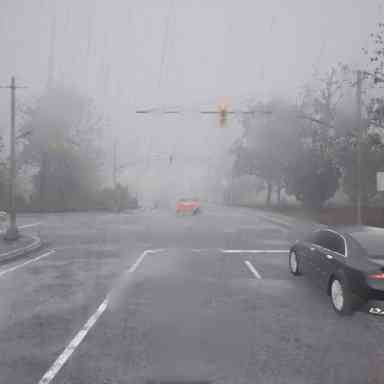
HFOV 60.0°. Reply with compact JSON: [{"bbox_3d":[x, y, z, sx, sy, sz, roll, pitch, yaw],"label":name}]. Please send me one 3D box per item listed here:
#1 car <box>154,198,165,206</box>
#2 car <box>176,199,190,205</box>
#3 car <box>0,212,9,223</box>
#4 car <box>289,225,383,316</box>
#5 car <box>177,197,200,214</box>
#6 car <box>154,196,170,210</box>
[{"bbox_3d":[-6.413,1.976,64.998,1.837,1.490,4.892,0,-2,-10],"label":"car"},{"bbox_3d":[-2.001,2.285,76.528,1.895,1.301,4.718,0,-1,-19],"label":"car"},{"bbox_3d":[-15.496,1.675,23.088,4.718,1.301,1.895,-1,0,-3],"label":"car"},{"bbox_3d":[3.602,1.505,7.477,1.837,1.490,4.892,0,0,1],"label":"car"},{"bbox_3d":[-0.289,1.369,35.909,2.097,1.767,4.553,0,0,6],"label":"car"},{"bbox_3d":[-3.950,1.626,43.602,2.033,1.411,5.357,0,-1,-3],"label":"car"}]
